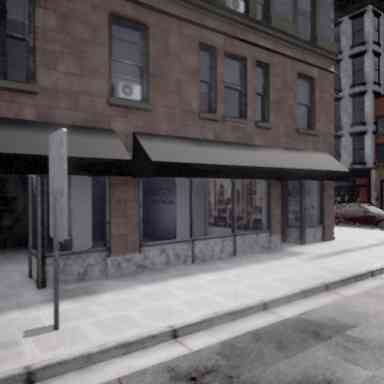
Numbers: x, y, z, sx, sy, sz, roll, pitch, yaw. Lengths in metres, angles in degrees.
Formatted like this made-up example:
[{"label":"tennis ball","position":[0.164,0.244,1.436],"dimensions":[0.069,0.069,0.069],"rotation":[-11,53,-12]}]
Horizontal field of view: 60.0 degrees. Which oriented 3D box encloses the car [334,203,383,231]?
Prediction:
[{"label":"car","position":[9.820,1.376,19.131],"dimensions":[1.812,1.442,4.674],"rotation":[-1,2,-35]}]
